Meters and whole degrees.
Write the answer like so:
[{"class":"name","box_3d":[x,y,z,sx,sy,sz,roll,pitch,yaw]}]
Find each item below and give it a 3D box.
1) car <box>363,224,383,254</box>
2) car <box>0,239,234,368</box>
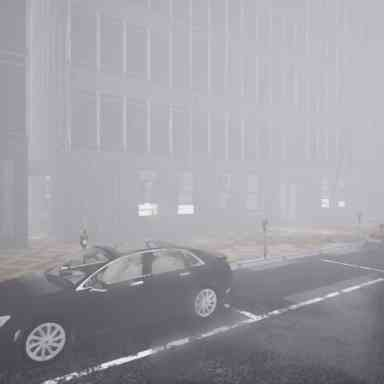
[{"class":"car","box_3d":[8.035,1.582,12.258,4.206,1.307,1.802,0,0,-35]},{"class":"car","box_3d":[-1.246,1.551,5.666,4.403,1.369,2.008,0,0,-35]}]
